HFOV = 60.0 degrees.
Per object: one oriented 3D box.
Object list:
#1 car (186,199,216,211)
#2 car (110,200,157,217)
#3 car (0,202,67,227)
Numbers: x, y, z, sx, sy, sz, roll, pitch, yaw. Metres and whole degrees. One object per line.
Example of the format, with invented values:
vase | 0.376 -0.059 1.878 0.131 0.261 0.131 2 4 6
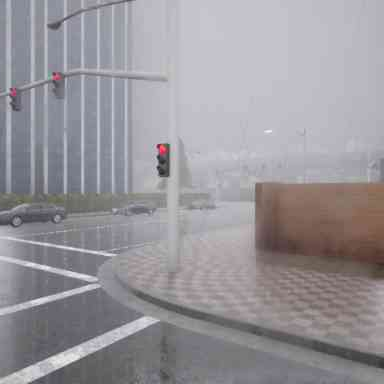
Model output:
car | 1.122 1.563 40.118 1.994 1.385 4.181 0 0 36
car | -5.378 1.491 31.016 2.128 1.511 4.902 0 0 35
car | -11.085 1.505 22.986 1.837 1.490 4.892 0 0 35
